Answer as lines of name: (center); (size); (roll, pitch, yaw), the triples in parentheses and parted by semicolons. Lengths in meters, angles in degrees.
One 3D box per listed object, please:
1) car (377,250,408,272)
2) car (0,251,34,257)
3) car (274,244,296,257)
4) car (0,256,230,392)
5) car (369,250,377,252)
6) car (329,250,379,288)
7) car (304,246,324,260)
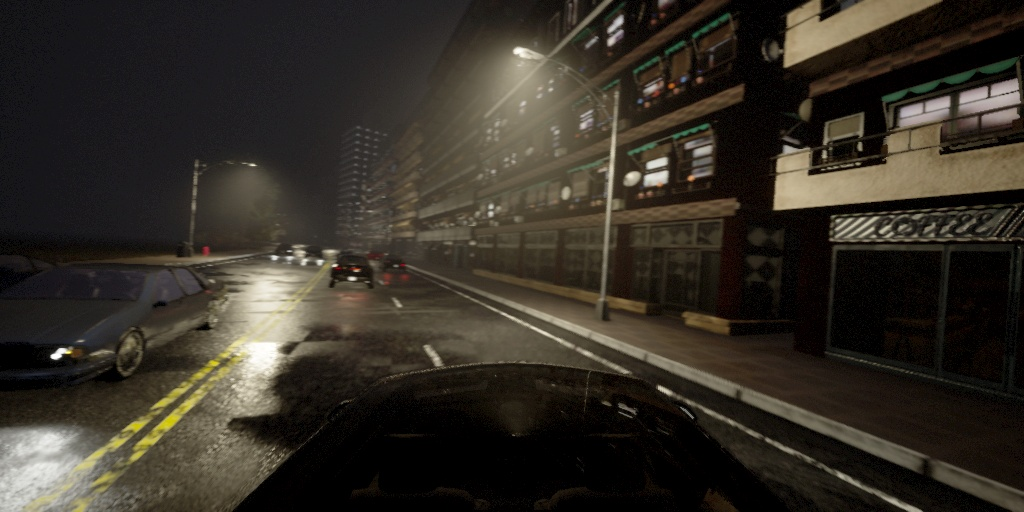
car: (-10.040, 0.535, 30.158); (1.812, 1.442, 4.674); (4, 0, -25)
car: (-10.313, 0.565, 6.613); (1.994, 1.385, 4.181); (4, 0, -23)
car: (-27.735, -0.764, 43.911); (1.837, 1.490, 4.892); (4, 0, -26)
car: (-6.468, 0.826, 5.899); (2.033, 1.411, 5.357); (4, 0, -23)
car: (-16.847, -0.010, 44.181); (1.882, 1.535, 5.008); (4, 0, -26)
car: (-7.921, 0.672, 17.820); (1.837, 1.490, 4.892); (4, 0, -24)
car: (-23.245, -0.470, 42.179); (1.882, 1.535, 5.008); (4, 0, -26)
